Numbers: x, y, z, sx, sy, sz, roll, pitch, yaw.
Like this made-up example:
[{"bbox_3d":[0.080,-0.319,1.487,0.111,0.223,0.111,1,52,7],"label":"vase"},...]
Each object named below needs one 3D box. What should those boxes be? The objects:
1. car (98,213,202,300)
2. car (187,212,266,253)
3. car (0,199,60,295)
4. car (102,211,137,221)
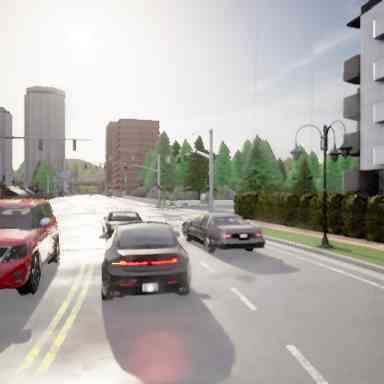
[{"bbox_3d":[-1.276,1.508,8.486,1.837,1.490,4.892,0,0,-12],"label":"car"},{"bbox_3d":[1.057,1.552,13.760,2.033,1.411,5.357,0,0,-16],"label":"car"},{"bbox_3d":[-4.918,1.225,8.809,2.150,2.045,5.566,0,0,-14],"label":"car"},{"bbox_3d":[-3.643,1.608,17.302,1.895,1.301,4.718,0,0,-18],"label":"car"}]
